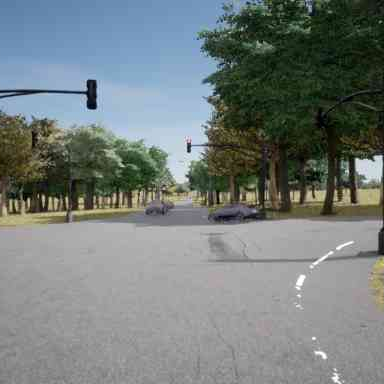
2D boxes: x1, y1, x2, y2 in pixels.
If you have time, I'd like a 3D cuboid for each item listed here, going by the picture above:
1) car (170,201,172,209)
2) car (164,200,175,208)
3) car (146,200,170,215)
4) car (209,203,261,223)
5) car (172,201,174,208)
[{"bbox_3d":[-4.337,2.144,48.450,1.895,1.301,4.718,0,-1,-1],"label":"car"},{"bbox_3d":[-4.740,2.538,70.088,2.128,1.511,4.902,0,-2,-1],"label":"car"},{"bbox_3d":[-4.172,1.739,39.448,2.097,1.767,4.553,0,-1,0],"label":"car"},{"bbox_3d":[3.207,1.597,25.605,1.994,1.385,4.181,-1,-5,-43],"label":"car"},{"bbox_3d":[-4.581,2.304,59.704,2.033,1.411,5.357,0,-1,-1],"label":"car"}]
